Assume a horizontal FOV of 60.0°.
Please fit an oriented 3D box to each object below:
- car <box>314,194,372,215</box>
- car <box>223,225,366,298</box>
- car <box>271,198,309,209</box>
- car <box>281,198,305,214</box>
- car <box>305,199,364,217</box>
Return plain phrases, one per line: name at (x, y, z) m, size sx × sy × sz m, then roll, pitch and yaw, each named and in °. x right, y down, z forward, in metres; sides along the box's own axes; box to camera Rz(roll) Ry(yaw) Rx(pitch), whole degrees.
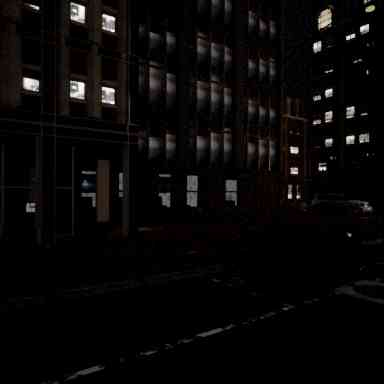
car at (14.435, 1.184, 32.450) m, size 2.150 × 2.045 × 5.566 m, roll 0°, pitch 0°, yaw -36°
car at (2.782, 1.567, 8.542) m, size 4.313 × 1.339 × 1.947 m, roll 0°, pitch 0°, yaw -36°
car at (12.968, 1.499, 44.430) m, size 1.752 × 1.417 × 4.829 m, roll 0°, pitch 0°, yaw -36°
car at (9.659, 1.467, 34.667) m, size 1.752 × 1.417 × 4.829 m, roll 0°, pitch 0°, yaw -36°
car at (12.860, 1.534, 30.204) m, size 1.802 × 1.307 × 4.206 m, roll 0°, pitch 0°, yaw -36°
